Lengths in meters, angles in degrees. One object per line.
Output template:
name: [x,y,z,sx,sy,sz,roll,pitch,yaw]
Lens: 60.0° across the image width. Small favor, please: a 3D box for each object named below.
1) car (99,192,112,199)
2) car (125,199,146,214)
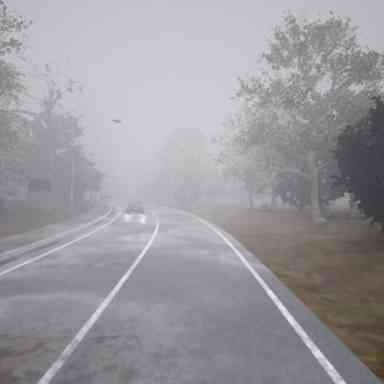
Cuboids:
car: [-19.343,0.961,74.237,2.150,2.045,5.566,2,-1,-25]
car: [-5.978,1.486,35.093,1.837,1.490,4.892,1,0,-11]
